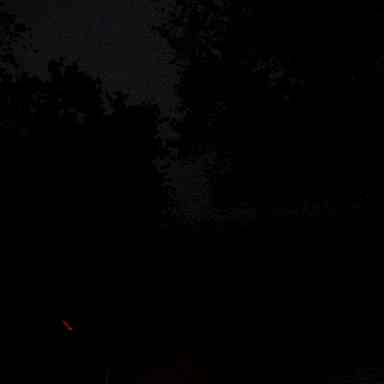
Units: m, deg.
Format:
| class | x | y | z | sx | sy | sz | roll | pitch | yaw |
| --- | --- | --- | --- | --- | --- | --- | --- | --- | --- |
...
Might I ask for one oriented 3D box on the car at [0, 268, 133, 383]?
| class | x | y | z | sx | sy | sz | roll | pitch | yaw |
| --- | --- | --- | --- | --- | --- | --- | --- | --- | --- |
| car | -2.434 | 1.352 | 1.339 | 4.553 | 1.767 | 2.097 | 0 | 0 | -35 |
